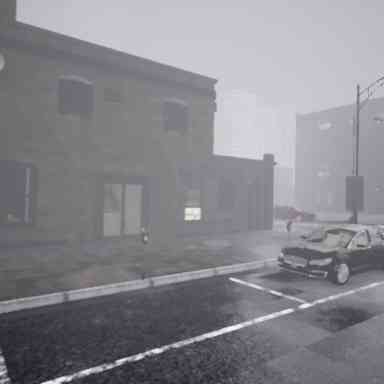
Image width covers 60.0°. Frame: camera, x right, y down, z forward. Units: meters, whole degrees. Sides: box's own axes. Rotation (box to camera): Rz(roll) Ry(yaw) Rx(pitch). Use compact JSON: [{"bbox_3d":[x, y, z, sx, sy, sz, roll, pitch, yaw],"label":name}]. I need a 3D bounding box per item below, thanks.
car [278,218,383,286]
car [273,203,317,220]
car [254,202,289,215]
[{"bbox_3d":[4.358,1.646,9.648,4.403,1.369,2.008,1,1,-35],"label":"car"},{"bbox_3d":[8.869,1.868,29.595,1.887,1.381,4.507,1,-1,-35],"label":"car"},{"bbox_3d":[10.160,2.103,42.823,1.967,1.590,4.097,1,-1,-35],"label":"car"}]
